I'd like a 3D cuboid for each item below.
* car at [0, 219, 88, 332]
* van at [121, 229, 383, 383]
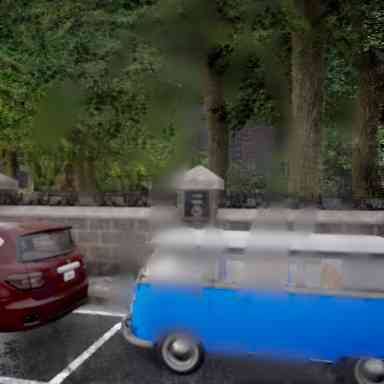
[{"bbox_3d":[-4.317,1.406,5.825,5.009,1.841,2.192,0,-1,12],"label":"car"},{"bbox_3d":[1.095,1.469,4.720,3.998,1.788,1.690,0,-1,12],"label":"van"}]
